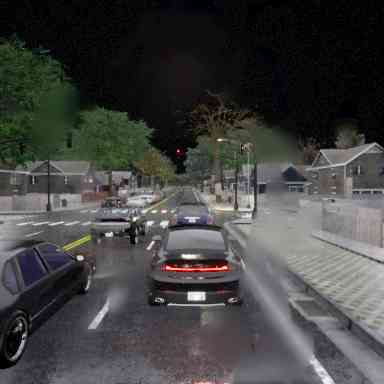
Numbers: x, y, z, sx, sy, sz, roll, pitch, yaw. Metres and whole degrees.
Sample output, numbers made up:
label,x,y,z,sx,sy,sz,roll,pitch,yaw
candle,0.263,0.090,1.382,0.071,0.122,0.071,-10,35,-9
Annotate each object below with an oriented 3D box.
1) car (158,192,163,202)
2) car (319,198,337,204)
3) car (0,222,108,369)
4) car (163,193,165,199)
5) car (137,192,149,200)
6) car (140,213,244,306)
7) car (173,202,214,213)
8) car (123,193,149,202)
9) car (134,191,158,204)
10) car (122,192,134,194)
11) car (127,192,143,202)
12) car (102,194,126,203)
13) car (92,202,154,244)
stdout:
label,x,y,z,sx,sy,sz,roll,pitch,yaw
car,-6.917,0.820,60.596,2.097,1.767,4.553,0,1,0
car,12.417,1.267,30.852,4.674,1.442,1.812,0,1,-3
car,-3.172,1.539,5.642,2.033,1.411,5.357,0,0,0
car,-6.912,0.691,71.648,1.837,1.490,4.892,0,1,0
car,-10.149,0.827,69.169,1.994,1.385,4.181,0,1,0
car,0.063,1.489,7.987,1.837,1.490,4.892,0,0,0
car,0.073,1.289,17.052,2.097,1.767,4.553,0,0,2
car,-6.822,1.252,41.030,1.812,1.442,4.674,0,1,0
car,-6.879,0.850,50.708,2.150,2.045,5.566,0,1,0
car,-10.129,0.979,50.796,2.097,1.767,4.553,0,1,0
car,-10.166,0.841,59.497,2.097,1.767,4.553,0,1,0
car,-10.087,1.280,42.109,1.994,1.385,4.181,0,1,0
car,-3.235,1.439,15.396,2.128,1.511,4.902,0,0,0
